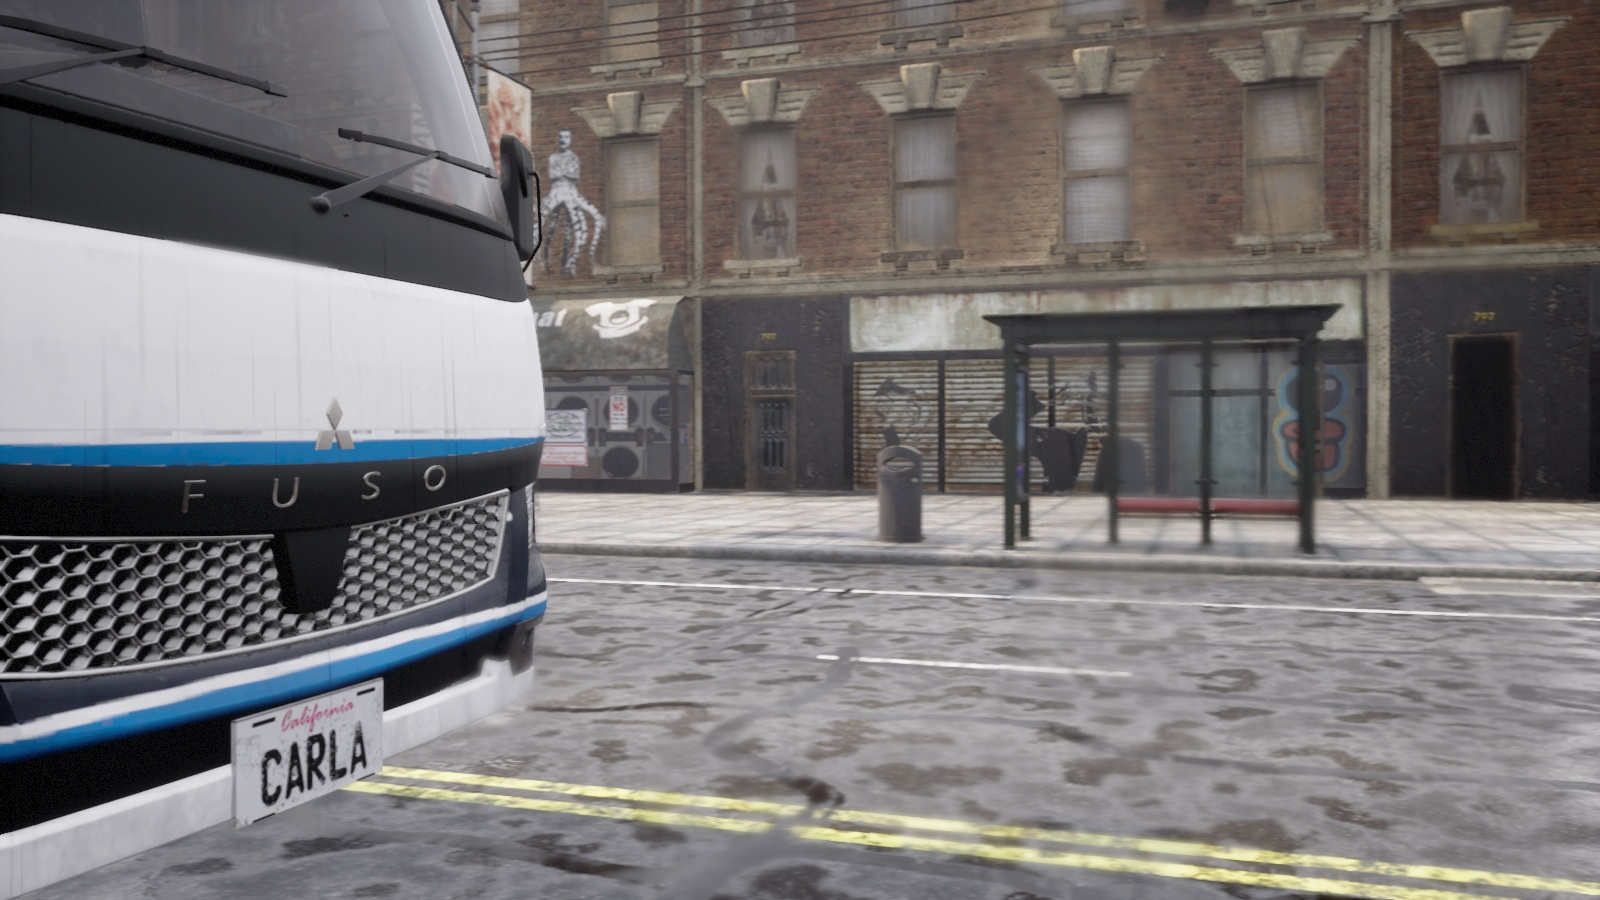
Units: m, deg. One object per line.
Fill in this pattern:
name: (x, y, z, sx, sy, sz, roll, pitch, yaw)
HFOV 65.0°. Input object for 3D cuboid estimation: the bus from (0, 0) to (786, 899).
bus: (-5.559, -0.652, 5.043, 10.273, 4.253, 3.944, 0, 1, 19)
